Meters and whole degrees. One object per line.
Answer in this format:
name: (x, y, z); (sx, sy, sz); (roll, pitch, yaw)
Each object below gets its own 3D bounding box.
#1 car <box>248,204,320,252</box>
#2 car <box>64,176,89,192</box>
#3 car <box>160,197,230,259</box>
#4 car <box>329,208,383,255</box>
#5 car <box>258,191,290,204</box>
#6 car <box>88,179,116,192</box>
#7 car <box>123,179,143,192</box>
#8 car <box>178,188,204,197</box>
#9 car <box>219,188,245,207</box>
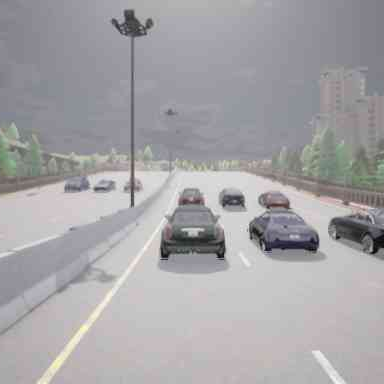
car: (3.527, 1.444, 13.436); (1.994, 1.385, 4.181); (0, 2, 0)
car: (-14.295, -1.077, 41.488); (2.097, 1.767, 4.553); (0, 7, 0)
car: (0.028, 1.258, 12.436); (2.097, 1.767, 4.553); (0, 1, 0)
car: (7.028, 1.385, 12.961); (2.128, 1.511, 4.902); (0, 2, 0)
car: (6.948, 0.555, 28.518); (1.994, 1.385, 4.181); (0, 5, 0)
car: (-10.802, -0.877, 41.472); (2.033, 1.411, 5.357); (0, 7, 0)
car: (-7.298, -0.897, 41.477); (1.812, 1.442, 4.674); (0, 7, 0)
car: (-0.050, 0.421, 27.564); (2.097, 1.767, 4.553); (0, 5, 0)
car: (3.446, 0.383, 29.435); (1.882, 1.535, 5.008); (0, 5, 0)
